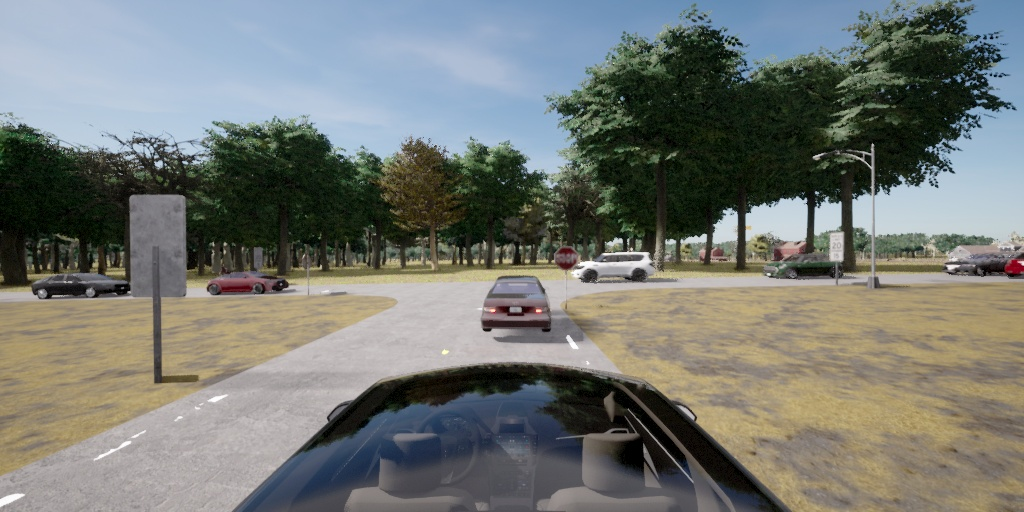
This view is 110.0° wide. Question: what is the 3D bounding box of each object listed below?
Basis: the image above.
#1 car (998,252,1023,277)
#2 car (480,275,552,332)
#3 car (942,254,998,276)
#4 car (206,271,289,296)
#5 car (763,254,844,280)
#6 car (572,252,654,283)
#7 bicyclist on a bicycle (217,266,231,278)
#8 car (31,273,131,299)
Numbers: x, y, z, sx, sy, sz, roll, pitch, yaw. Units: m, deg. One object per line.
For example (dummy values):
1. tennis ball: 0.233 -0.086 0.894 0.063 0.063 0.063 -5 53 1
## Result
1. car: 33.861 0.485 22.150 4.553 1.767 2.097 -1 1 0
2. car: 0.172 1.294 10.829 2.033 1.411 5.357 0 0 2
3. car: 33.225 0.593 25.097 4.902 1.511 2.128 -1 1 0
4. car: -16.313 1.627 22.229 4.181 1.385 1.994 -1 1 0
5. car: 20.242 0.669 25.115 4.553 1.767 2.097 -1 1 0
6. car: 7.020 0.780 25.147 5.566 2.045 2.150 -1 1 0
7. bicyclist on a bicycle: -22.625 1.599 28.221 0.582 1.620 1.656 -1 0 0
8. car: -26.598 1.805 22.257 4.892 1.490 1.837 -1 1 0
